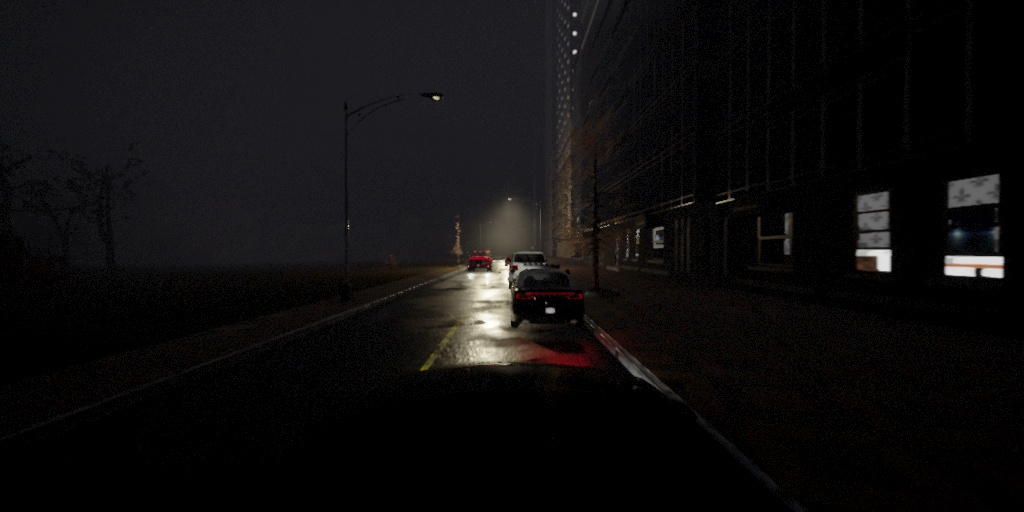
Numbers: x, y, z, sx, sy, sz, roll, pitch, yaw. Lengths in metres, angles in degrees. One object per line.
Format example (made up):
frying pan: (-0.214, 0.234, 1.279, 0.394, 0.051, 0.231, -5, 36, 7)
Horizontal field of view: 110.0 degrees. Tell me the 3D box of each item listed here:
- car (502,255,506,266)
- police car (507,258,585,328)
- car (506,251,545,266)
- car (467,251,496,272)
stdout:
car: (0.028, 0.562, 48.459, 1.882, 1.535, 5.008, 0, 1, 1)
police car: (0.901, 1.043, 11.023, 1.930, 1.638, 5.238, 0, 1, 0)
car: (0.903, 0.702, 20.940, 2.150, 2.045, 5.566, 0, 1, 0)
car: (-3.077, 0.491, 35.604, 2.150, 2.045, 5.566, 0, 1, 0)
